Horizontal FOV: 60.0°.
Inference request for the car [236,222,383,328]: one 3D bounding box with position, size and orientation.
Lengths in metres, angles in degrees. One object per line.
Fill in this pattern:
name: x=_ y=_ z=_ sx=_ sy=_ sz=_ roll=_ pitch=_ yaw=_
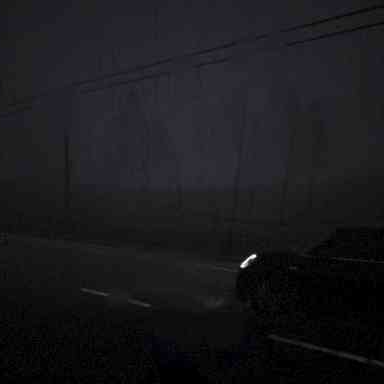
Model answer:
car: x=3.081 y=1.329 z=5.970 sx=4.553 sy=1.767 sz=2.097 roll=0 pitch=0 yaw=35
